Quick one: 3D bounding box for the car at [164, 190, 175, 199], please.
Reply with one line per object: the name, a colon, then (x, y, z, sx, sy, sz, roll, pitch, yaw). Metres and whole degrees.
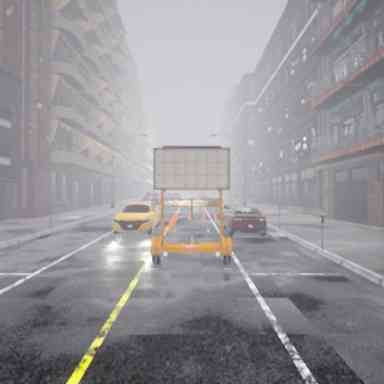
car: (-5.266, 0.534, 77.766, 2.192, 1.841, 5.009, 1, 0, 0)

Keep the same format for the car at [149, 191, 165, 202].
car: (-5.276, 0.830, 44.586, 2.192, 1.841, 5.009, 2, 1, 0)

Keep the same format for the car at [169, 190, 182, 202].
car: (-2.800, 0.862, 58.239, 1.882, 1.535, 5.008, 0, 1, 0)

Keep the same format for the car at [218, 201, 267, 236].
car: (2.590, 1.347, 16.870, 1.887, 1.381, 4.507, 1, 1, 0)

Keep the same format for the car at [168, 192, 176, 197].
car: (-5.269, 0.698, 88.830, 1.947, 1.339, 4.313, 1, 0, 0)

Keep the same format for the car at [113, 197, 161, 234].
car: (-2.844, 1.270, 17.755, 1.882, 1.535, 5.008, 0, 1, 0)

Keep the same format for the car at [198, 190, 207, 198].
car: (2.581, 0.490, 83.235, 2.192, 1.841, 5.009, 1, 0, 0)

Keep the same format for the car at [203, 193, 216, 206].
car: (2.596, 1.115, 38.991, 1.887, 1.381, 4.507, 1, 1, 0)

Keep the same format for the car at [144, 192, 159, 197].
car: (-5.283, 1.097, 38.887, 1.752, 1.417, 4.829, 2, 1, 0)

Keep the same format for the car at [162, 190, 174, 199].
car: (-5.268, 0.580, 72.236, 2.192, 1.841, 5.009, 1, 0, 0)

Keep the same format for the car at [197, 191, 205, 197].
car: (2.581, 0.532, 94.299, 1.967, 1.590, 4.097, 1, 0, 0)

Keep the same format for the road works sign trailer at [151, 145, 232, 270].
road works sign trailer: (-0.007, 0.338, 10.538, 2.380, 3.560, 2.880, 0, 1, 0)

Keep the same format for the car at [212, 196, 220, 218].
car: (2.592, 1.265, 22.571, 1.752, 1.417, 4.829, 1, 1, 0)

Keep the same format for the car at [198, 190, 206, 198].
car: (2.603, 0.904, 61.114, 1.887, 1.381, 4.507, 1, 0, 0)

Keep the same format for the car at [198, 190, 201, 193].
car: (2.605, 0.856, 66.643, 1.887, 1.381, 4.507, 1, 0, 0)

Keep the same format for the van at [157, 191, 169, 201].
van: (-5.272, 0.700, 61.176, 1.690, 1.788, 3.998, 1, 1, 0)

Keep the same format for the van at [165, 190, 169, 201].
van: (-5.273, 0.749, 55.644, 1.690, 1.788, 3.998, 2, 1, 0)

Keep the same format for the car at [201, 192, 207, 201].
car: (2.598, 1.065, 44.523, 2.008, 1.369, 4.403, 1, 1, 0)

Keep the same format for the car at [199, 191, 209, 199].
car: (2.617, 0.705, 72.174, 1.967, 1.590, 4.097, 1, 0, 0)
